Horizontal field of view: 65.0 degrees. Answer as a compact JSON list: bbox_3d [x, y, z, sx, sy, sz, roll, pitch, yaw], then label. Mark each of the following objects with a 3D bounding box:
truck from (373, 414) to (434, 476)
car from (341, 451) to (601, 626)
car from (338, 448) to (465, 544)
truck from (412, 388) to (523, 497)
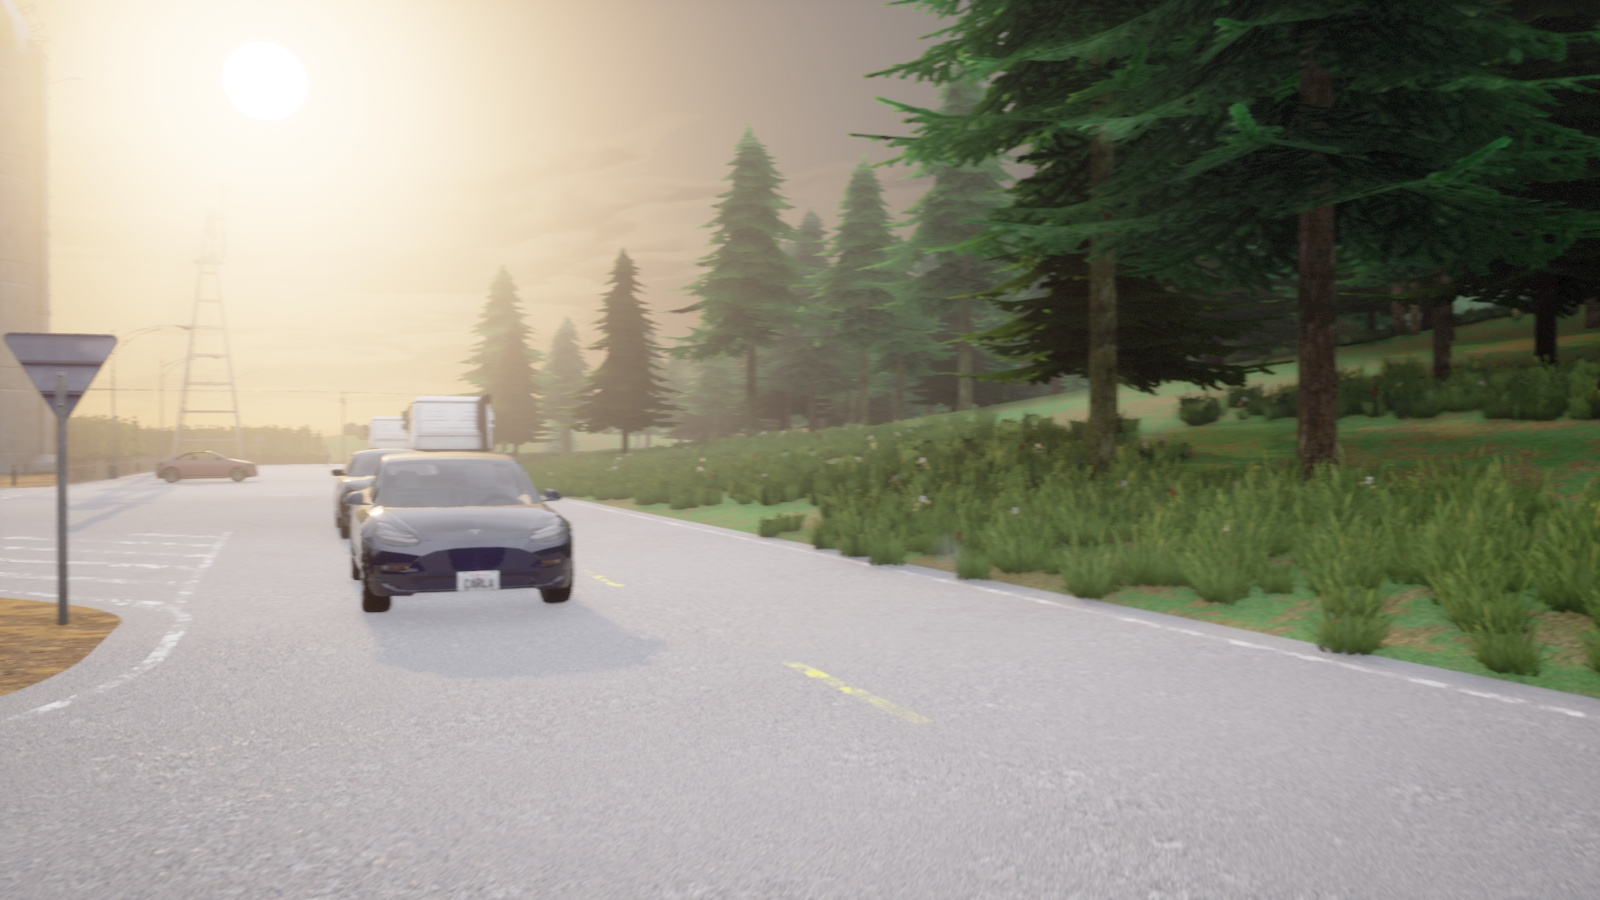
[{"bbox_3d":[-23.640,-0.292,74.647,2.891,3.462,7.936,-1,0,-21],"label":"truck"},{"bbox_3d":[-3.736,0.772,13.523,2.163,1.488,4.792,-1,0,-21],"label":"car"},{"bbox_3d":[-7.374,0.743,22.927,1.882,1.535,5.008,-1,0,-21],"label":"car"},{"bbox_3d":[-11.837,-0.267,44.137,2.891,3.462,7.936,-1,0,-21],"label":"truck"}]
